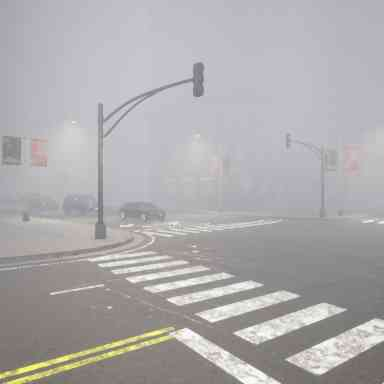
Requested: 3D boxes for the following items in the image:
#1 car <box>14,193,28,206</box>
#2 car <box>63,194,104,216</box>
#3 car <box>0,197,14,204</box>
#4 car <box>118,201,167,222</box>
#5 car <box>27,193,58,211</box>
[{"bbox_3d":[-26.051,1.198,53.403,5.566,2.045,2.150,0,0,45],"label":"car"},{"bbox_3d":[-11.017,1.207,33.459,2.150,2.045,5.566,0,0,-45],"label":"car"},{"bbox_3d":[-33.634,1.531,60.996,1.994,1.385,4.181,0,0,-45],"label":"car"},{"bbox_3d":[-4.004,1.495,26.430,1.837,1.490,4.892,0,0,-44],"label":"car"},{"bbox_3d":[-18.112,1.333,40.576,2.097,1.767,4.553,0,0,-45],"label":"car"}]
